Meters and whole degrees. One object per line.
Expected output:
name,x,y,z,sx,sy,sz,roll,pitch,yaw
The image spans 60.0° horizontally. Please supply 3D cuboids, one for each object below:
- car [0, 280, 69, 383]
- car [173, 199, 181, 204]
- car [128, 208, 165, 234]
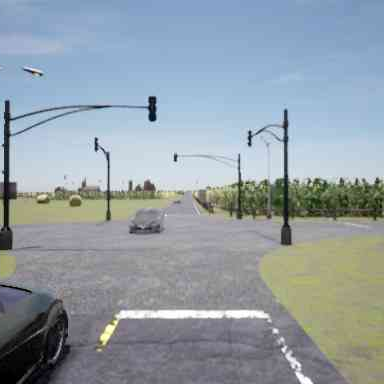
car,-2.724,1.598,2.986,1.994,1.385,4.181,0,-1,0
car,-3.629,2.295,79.796,1.895,1.301,4.718,0,0,-1
car,-2.789,1.784,21.014,1.837,1.490,4.892,0,-1,-1
